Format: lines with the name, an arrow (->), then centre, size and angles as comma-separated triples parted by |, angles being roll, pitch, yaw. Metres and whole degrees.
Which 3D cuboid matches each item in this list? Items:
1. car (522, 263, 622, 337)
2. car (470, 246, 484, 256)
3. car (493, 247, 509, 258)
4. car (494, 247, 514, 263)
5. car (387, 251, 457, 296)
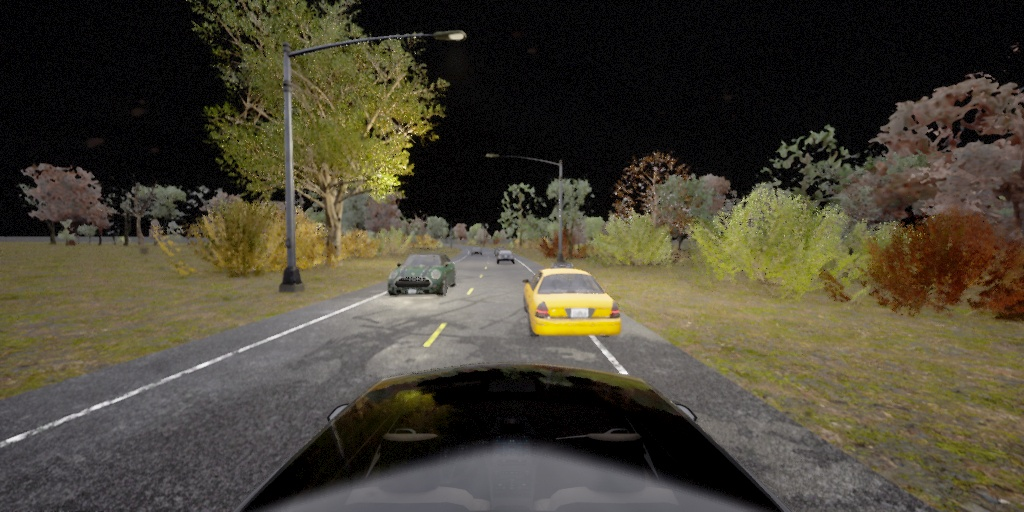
car -> 1.247, 0.943, 9.228 | 1.801, 1.575, 5.366 | 0, 2, 0
car -> -5.767, -0.808, 58.766 | 1.837, 1.490, 4.892 | 0, 3, -4
car -> -1.705, -0.614, 53.144 | 2.128, 1.511, 4.902 | 0, 2, -4
car -> -0.728, 0.003, 37.924 | 2.033, 1.411, 5.357 | 0, 2, -3
car -> -3.666, 0.629, 15.273 | 2.097, 1.767, 4.553 | 0, 2, -1
